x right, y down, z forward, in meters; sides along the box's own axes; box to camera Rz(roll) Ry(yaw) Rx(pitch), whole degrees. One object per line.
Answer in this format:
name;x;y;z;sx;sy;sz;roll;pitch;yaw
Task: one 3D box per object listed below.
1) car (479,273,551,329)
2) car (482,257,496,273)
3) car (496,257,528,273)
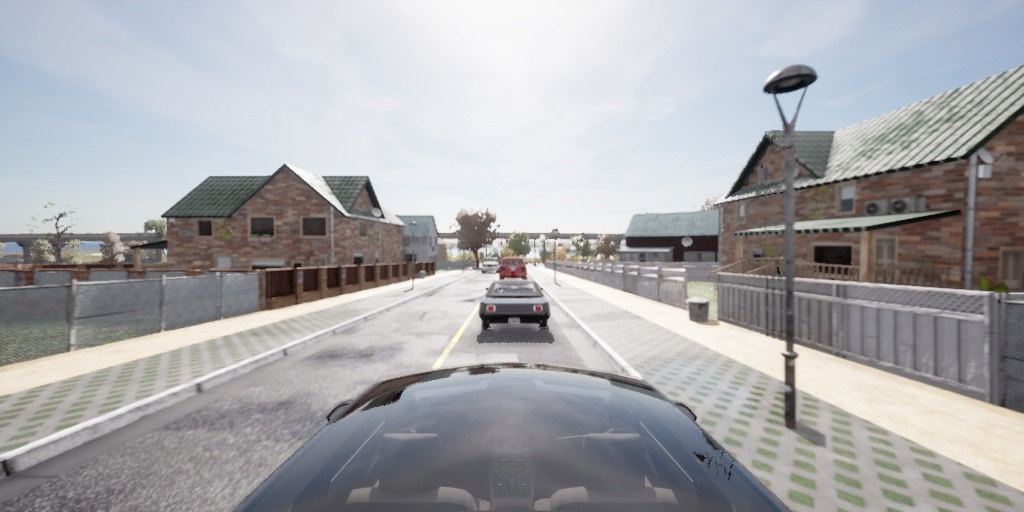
car;0.077;1.393;11.471;1.895;1.301;4.718;0;0;0
car;-2.757;1.189;47.532;2.150;2.045;5.566;0;-1;0
car;0.086;1.104;29.350;2.150;2.045;5.566;0;0;0
